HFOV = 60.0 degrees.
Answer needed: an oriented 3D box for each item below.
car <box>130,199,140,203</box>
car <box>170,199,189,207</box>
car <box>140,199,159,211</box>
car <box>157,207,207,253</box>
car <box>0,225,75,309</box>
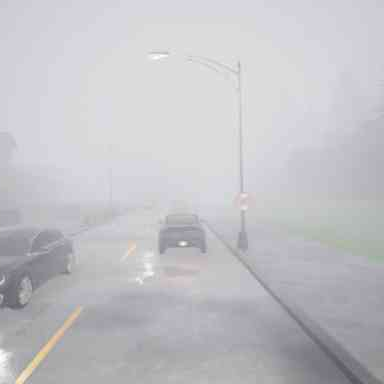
[{"bbox_3d":[-13.837,2.397,85.406,5.357,1.415,2.033,-1,-1,-42],"label":"car"},{"bbox_3d":[-1.395,1.686,37.351,2.097,1.767,4.553,-1,0,-2],"label":"car"},{"bbox_3d":[-6.113,1.872,50.220,2.097,1.767,4.553,-1,-1,-2],"label":"car"},{"bbox_3d":[-0.430,1.633,14.430,1.837,1.490,4.892,-1,0,-2],"label":"car"},{"bbox_3d":[-4.375,1.647,8.224,1.837,1.490,4.892,-1,0,-2],"label":"car"}]
